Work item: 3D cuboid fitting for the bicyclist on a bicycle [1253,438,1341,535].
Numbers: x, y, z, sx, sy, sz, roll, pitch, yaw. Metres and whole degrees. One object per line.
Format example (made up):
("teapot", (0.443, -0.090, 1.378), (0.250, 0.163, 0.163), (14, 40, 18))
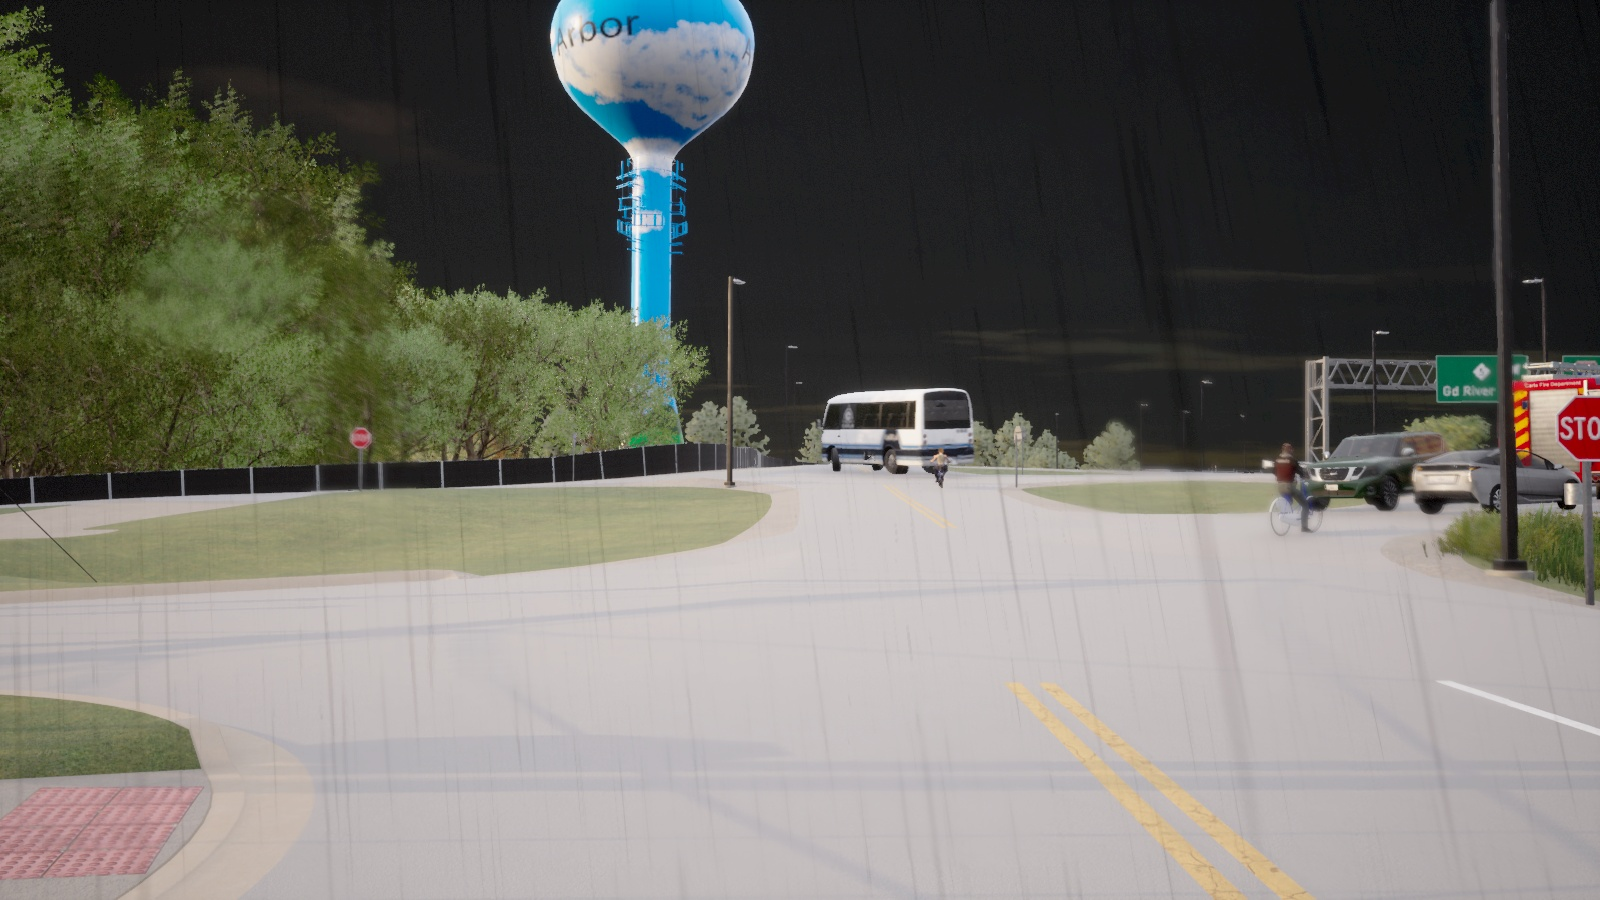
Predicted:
("bicyclist on a bicycle", (9.643, 0.689, 24.331), (1.843, 1.776, 0.659), (-2, -1, -38))

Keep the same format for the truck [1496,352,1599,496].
("truck", (23.827, -0.751, 36.823), (8.468, 3.827, 2.891), (-2, -1, -39))

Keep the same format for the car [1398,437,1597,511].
("car", (16.542, 0.550, 29.740), (4.514, 1.525, 2.007), (-2, -1, -30))

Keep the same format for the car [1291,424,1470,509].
("car", (15.786, 0.425, 33.992), (5.566, 2.045, 2.150), (-2, -1, -40))

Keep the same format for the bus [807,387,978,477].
("bus", (4.608, -0.982, 65.813), (3.944, 4.253, 10.273), (-3, 2, -28))
